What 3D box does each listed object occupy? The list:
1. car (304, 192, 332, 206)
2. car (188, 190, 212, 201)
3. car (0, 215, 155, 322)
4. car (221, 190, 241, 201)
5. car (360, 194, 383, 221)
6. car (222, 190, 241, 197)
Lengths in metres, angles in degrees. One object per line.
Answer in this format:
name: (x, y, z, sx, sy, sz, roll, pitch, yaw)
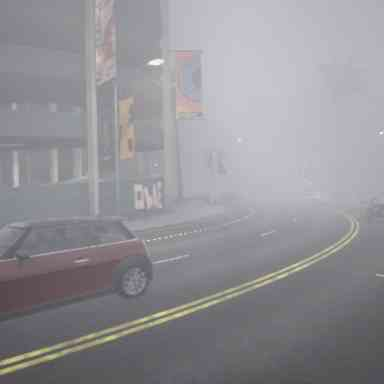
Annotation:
car: (14.426, 0.749, 38.237, 1.812, 1.442, 4.674, -1, 1, -2)
car: (1.659, 0.769, 57.278, 2.033, 1.411, 5.357, -1, 1, -21)
car: (-3.054, 1.329, 6.445, 4.553, 1.767, 2.097, -2, 1, -40)
car: (6.366, 0.656, 54.744, 2.128, 1.511, 4.902, -1, 1, -21)
car: (11.937, 1.021, 21.137, 1.812, 1.442, 4.674, -1, 1, 21)
car: (8.902, 0.316, 76.125, 2.231, 1.521, 4.892, -1, 1, -21)
